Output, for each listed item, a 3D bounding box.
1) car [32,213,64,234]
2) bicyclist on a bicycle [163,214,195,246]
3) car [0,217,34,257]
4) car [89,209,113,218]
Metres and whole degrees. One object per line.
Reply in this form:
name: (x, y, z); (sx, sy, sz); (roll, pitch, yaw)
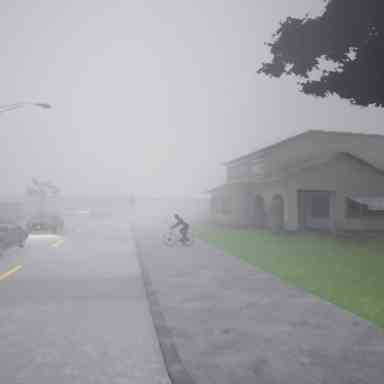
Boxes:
car: (-10.658, 2.230, 24.252); (1.994, 1.385, 4.181); (2, -2, -11)
bicyclist on a bicycle: (-0.659, 1.975, 17.114); (1.656, 1.620, 0.582); (1, -2, -11)
car: (-8.695, 1.953, 14.484); (1.895, 1.301, 4.718); (2, -2, -11)
car: (-13.256, 3.079, 47.985); (1.895, 1.301, 4.718); (3, -3, -37)
